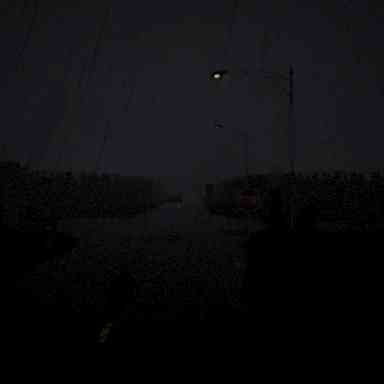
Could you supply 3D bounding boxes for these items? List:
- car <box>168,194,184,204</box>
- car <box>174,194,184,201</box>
[{"bbox_3d":[-2.795,1.268,55.323,1.994,1.385,4.181,0,0,0],"label":"car"},{"bbox_3d":[-2.746,1.106,70.617,1.837,1.490,4.892,0,0,0],"label":"car"}]
